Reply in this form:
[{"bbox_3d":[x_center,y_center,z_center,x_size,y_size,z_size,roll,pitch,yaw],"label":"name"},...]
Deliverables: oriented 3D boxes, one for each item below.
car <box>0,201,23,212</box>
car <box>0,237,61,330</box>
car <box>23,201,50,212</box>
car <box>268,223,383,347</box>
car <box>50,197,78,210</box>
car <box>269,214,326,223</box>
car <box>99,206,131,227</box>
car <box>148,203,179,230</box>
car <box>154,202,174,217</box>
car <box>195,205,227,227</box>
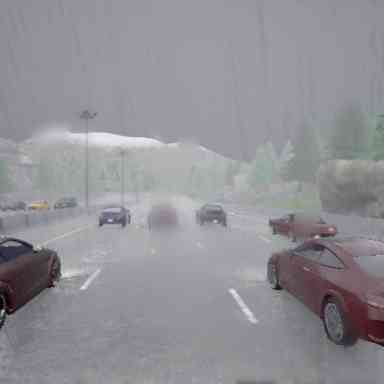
[{"bbox_3d":[-25.138,1.999,47.259,1.837,1.490,4.892,0,-1,-5],"label":"car"},{"bbox_3d":[-4.128,1.579,6.626,1.994,1.385,4.181,0,0,-5],"label":"car"},{"bbox_3d":[-21.620,1.984,47.135,1.882,1.535,5.008,0,-1,-4],"label":"car"},{"bbox_3d":[2.918,1.583,6.364,1.812,1.442,4.674,0,0,-5],"label":"car"},{"bbox_3d":[-18.182,1.754,48.142,2.150,2.045,5.566,0,-1,-5],"label":"car"},{"bbox_3d":[5.527,1.778,17.324,1.895,1.301,4.718,0,-1,-5],"label":"car"},{"bbox_3d":[-5.579,1.729,24.273,1.812,1.442,4.674,0,-1,-5],"label":"car"},{"bbox_3d":[-1.929,1.693,22.585,2.128,1.511,4.902,0,-1,-5],"label":"car"},{"bbox_3d":[-3.164,1.930,37.583,2.128,1.511,4.902,0,-1,-5],"label":"car"},{"bbox_3d":[1.383,1.758,25.011,1.837,1.490,4.892,0,-1,-5],"label":"car"}]
